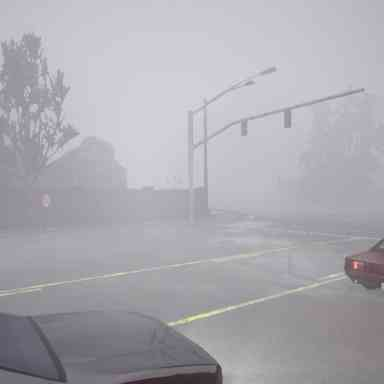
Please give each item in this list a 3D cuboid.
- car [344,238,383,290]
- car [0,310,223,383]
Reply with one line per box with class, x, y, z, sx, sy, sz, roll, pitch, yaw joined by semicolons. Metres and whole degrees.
car;5.710;1.597;7.802;4.718;1.301;1.895;0;0;-35
car;-2.258;1.547;2.127;5.357;1.411;2.033;0;0;-36
